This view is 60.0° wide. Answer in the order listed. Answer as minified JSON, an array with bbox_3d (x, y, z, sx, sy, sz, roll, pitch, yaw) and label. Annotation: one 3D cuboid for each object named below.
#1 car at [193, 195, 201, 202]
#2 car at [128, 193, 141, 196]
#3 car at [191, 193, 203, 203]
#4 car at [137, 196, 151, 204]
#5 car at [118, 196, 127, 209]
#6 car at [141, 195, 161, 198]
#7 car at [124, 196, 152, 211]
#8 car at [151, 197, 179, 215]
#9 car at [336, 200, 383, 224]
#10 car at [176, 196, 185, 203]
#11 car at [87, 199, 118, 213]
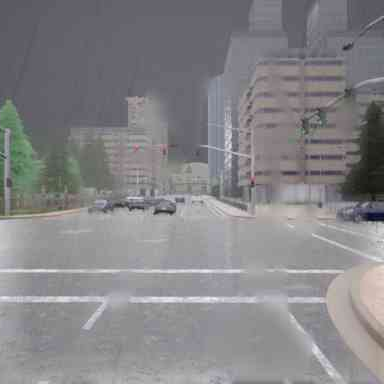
[{"bbox_3d":[1.133,1.521,76.618,1.812,1.442,4.674,0,0,1],"label":"car"},{"bbox_3d":[-9.657,1.223,55.855,2.150,2.045,5.566,0,0,1],"label":"car"},{"bbox_3d":[1.038,1.221,66.933,2.150,2.045,5.566,0,0,1],"label":"car"},{"bbox_3d":[-9.499,1.491,66.363,2.128,1.511,4.902,0,0,1],"label":"car"},{"bbox_3d":[-9.772,1.601,45.513,1.895,1.301,4.718,0,0,1],"label":"car"},{"bbox_3d":[-6.230,1.564,49.497,1.994,1.385,4.181,0,0,0],"label":"car"},{"bbox_3d":[-6.325,1.547,40.291,2.033,1.411,5.357,0,0,1],"label":"car"},{"bbox_3d":[-2.733,1.564,34.413,1.994,1.385,4.181,0,0,1],"label":"car"},{"bbox_3d":[12.948,1.352,24.084,4.553,1.767,2.097,0,0,1],"label":"car"},{"bbox_3d":[-2.459,1.477,67.284,1.882,1.535,5.008,0,0,1],"label":"car"},{"bbox_3d":[-9.846,1.526,36.413,1.812,1.442,4.674,0,0,1],"label":"car"}]
